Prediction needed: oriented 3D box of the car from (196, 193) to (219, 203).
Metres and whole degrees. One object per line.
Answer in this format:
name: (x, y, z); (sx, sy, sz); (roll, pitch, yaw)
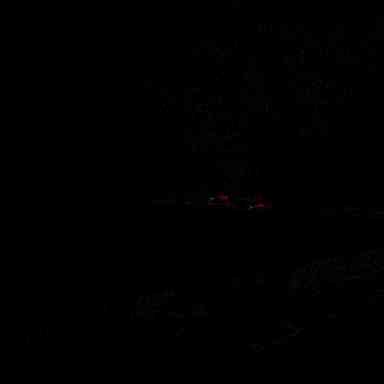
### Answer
car: (2.842, 1.515, 71.041); (2.128, 1.511, 4.902); (0, 0, -35)

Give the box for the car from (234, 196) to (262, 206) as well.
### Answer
car: (9.080, 1.612, 56.591); (1.812, 1.442, 4.674); (-1, 0, -35)

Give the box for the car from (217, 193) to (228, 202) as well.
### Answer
car: (5.469, 1.192, 72.951); (2.150, 2.045, 5.566); (0, 0, -35)

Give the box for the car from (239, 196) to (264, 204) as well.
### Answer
car: (11.545, 1.554, 64.500); (1.837, 1.490, 4.892); (0, 0, -35)
